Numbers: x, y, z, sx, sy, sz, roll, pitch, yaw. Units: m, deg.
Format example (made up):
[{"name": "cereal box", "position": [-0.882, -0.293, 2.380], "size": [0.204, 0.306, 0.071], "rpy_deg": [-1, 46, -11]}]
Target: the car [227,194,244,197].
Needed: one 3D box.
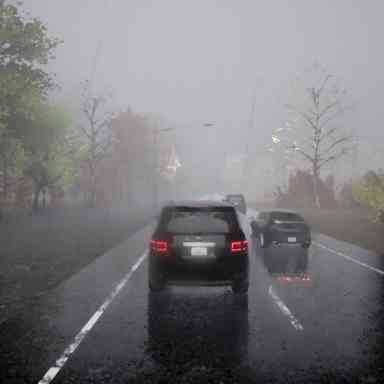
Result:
[{"name": "car", "position": [4.266, 1.222, 34.145], "size": [2.150, 2.045, 5.566], "rpy_deg": [0, 0, 2]}]

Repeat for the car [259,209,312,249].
[{"name": "car", "position": [3.738, 1.505, 14.657], "size": [1.837, 1.490, 4.892], "rpy_deg": [0, 0, 1]}]

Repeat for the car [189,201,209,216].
[{"name": "car", "position": [0.724, 1.603, 33.065], "size": [1.895, 1.301, 4.718], "rpy_deg": [0, 0, 2]}]

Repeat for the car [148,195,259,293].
[{"name": "car", "position": [0.160, 1.222, 8.991], "size": [2.150, 2.045, 5.566], "rpy_deg": [0, 0, 1]}]
